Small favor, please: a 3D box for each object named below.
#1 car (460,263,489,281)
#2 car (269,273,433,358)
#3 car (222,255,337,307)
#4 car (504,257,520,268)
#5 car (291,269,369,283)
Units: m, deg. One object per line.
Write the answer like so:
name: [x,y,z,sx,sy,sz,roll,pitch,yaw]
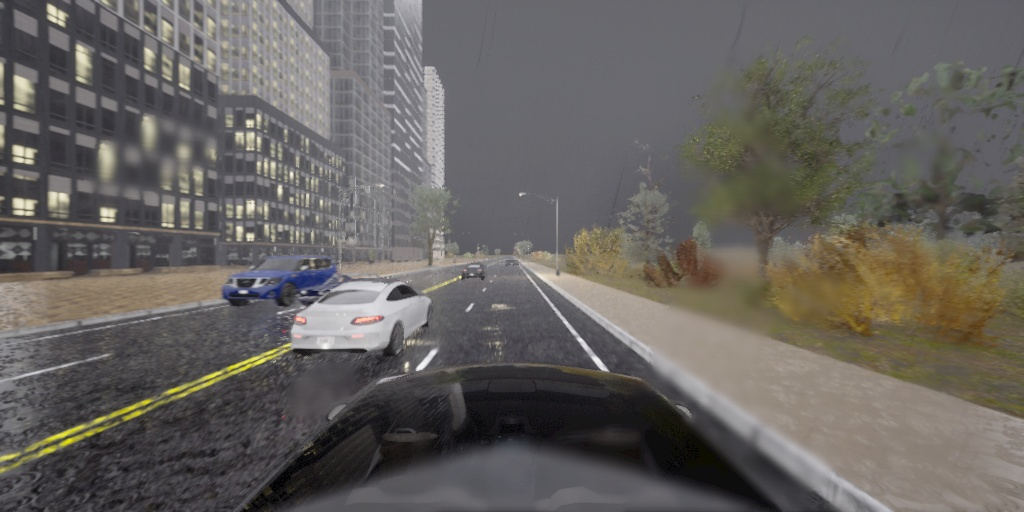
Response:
car: [-3.157,1.278,30.473,1.812,1.442,4.674,0,0,0]
car: [-3.152,1.276,8.377,1.812,1.442,4.674,0,0,0]
car: [-9.772,0.976,15.833,2.150,2.045,5.566,0,0,0]
car: [-0.014,0.846,47.983,1.882,1.535,5.008,0,0,0]
car: [-6.534,1.352,14.653,1.895,1.301,4.718,0,0,0]
